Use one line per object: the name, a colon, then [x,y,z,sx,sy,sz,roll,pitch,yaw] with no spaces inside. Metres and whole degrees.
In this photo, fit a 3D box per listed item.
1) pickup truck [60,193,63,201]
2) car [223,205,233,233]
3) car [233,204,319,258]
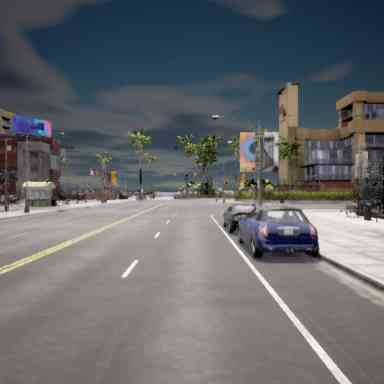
pickup truck: [-28.603,1.045,79.524,6.274,2.098,2.390,0,0,0]
car: [2.900,1.427,19.057,2.097,1.535,5.008,0,0,0]
car: [3.040,1.301,12.632,2.185,1.767,4.553,0,0,0]
